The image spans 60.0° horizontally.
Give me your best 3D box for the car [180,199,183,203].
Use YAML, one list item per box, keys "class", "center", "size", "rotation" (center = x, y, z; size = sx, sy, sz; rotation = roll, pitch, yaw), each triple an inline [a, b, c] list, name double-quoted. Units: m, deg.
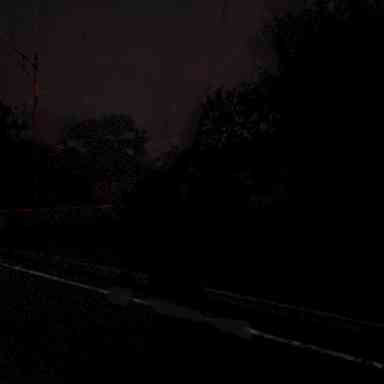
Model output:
- class: "car"
  center: [-2.477, 1.406, 56.259]
  size: [1.895, 1.301, 4.718]
  rotation: [0, 0, 33]
